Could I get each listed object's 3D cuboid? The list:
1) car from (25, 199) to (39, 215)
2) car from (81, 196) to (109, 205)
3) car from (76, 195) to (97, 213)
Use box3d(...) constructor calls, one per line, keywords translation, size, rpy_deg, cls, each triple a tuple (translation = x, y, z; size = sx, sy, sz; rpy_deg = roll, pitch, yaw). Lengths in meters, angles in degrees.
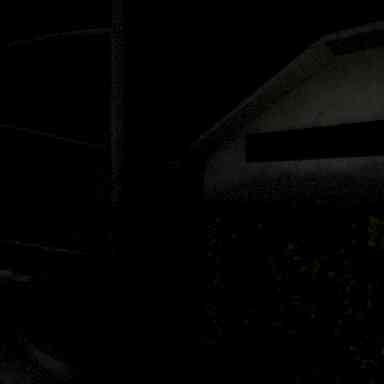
box3d(translation=(-17.261, 1.471, 33.031), size=(4.611, 1.667, 2.242), rpy_deg=(0, 0, 35), cls="car")
box3d(translation=(-16.937, 1.478, 57.839), size=(4.902, 1.511, 2.128), rpy_deg=(0, 0, 36), cls="car")
box3d(translation=(-10.455, 1.305, 35.164), size=(3.866, 1.878, 1.905), rpy_deg=(0, 0, 35), cls="car")
